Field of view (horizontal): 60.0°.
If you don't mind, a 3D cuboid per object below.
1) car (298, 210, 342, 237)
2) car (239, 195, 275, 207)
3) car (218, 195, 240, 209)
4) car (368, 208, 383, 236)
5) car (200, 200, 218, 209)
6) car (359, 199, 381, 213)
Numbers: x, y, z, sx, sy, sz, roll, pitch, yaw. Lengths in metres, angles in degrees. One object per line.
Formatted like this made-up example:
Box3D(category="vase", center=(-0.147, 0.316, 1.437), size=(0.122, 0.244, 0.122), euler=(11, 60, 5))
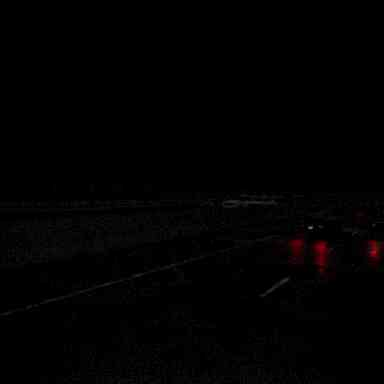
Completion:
Box3D(category="car", center=(7.707, 1.786, 19.956), size=(1.812, 1.442, 4.674), euler=(1, -1, 33))
Box3D(category="car", center=(8.209, 1.475, 39.991), size=(2.150, 2.045, 5.566), euler=(1, 0, 34))
Box3D(category="car", center=(5.978, 1.444, 42.940), size=(2.150, 2.045, 5.566), euler=(1, 0, 34))
Box3D(category="car", center=(11.856, 1.915, 19.982), size=(1.895, 1.301, 4.718), euler=(1, 0, 34))
Box3D(category="car", center=(3.006, 1.793, 44.796), size=(1.895, 1.301, 4.718), euler=(1, 0, 34))
Box3D(category="car", center=(22.558, 1.668, 42.045), size=(2.097, 1.767, 4.553), euler=(1, 1, 35))
